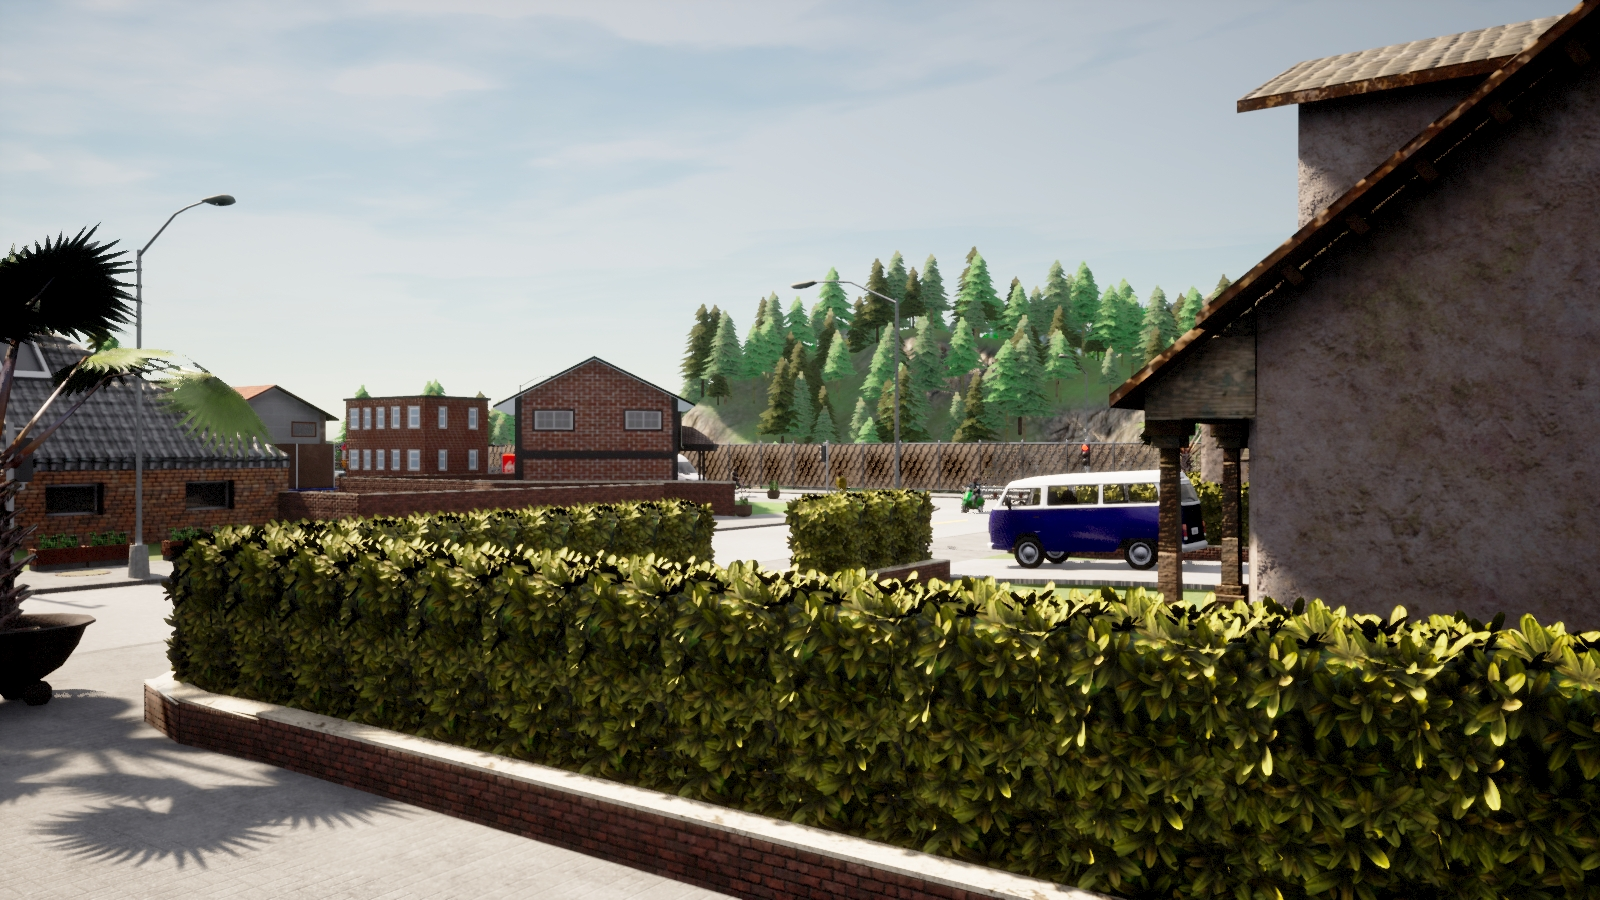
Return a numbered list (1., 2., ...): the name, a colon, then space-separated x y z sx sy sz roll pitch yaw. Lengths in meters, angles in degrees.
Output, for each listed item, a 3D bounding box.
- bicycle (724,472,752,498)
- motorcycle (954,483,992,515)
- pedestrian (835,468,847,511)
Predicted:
1. bicycle: -3.643 2.044 67.431 1.835 1.471 0.329 0 0 35
2. motorcycle: 7.605 2.133 50.121 0.856 1.316 1.805 1 1 38
3. pedestrian: 1.793 1.734 50.211 0.375 1.860 0.375 0 0 -34
